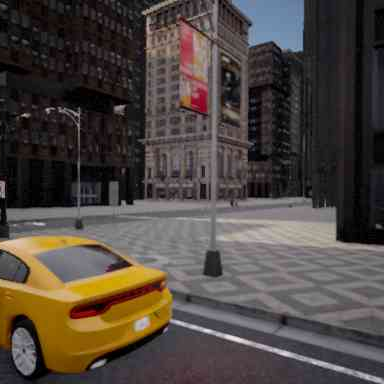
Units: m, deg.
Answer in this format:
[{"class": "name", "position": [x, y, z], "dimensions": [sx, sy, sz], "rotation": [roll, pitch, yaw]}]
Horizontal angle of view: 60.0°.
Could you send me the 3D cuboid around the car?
[{"class": "car", "position": [-2.637, 1.483, 5.563], "dimensions": [5.008, 1.535, 1.882], "rotation": [0, 0, 35]}]
